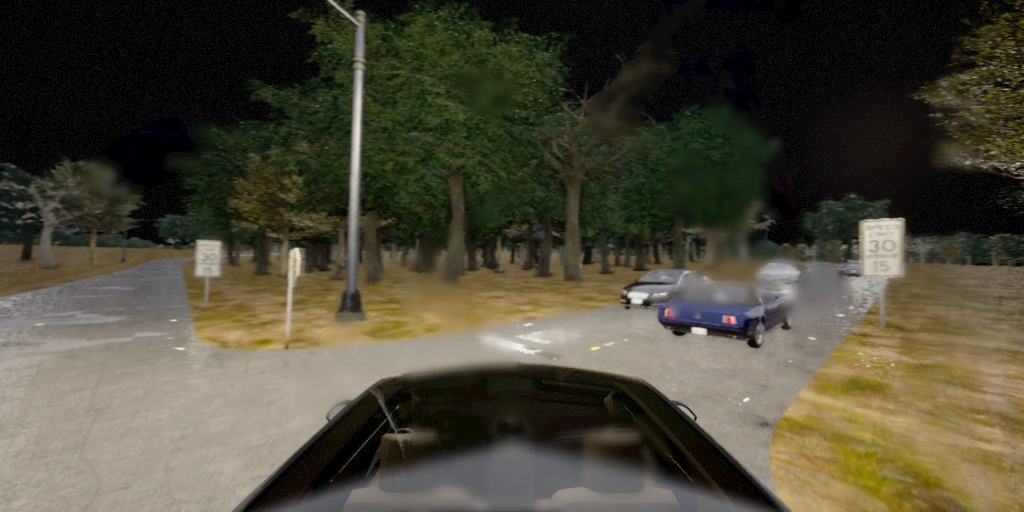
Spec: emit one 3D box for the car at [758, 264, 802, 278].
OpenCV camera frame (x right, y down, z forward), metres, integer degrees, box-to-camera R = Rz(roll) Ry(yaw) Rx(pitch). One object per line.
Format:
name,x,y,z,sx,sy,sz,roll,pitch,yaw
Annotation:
car,18.858,1.271,25.250,4.674,1.442,1.812,0,0,-42

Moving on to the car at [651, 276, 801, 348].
car,5.714,1.342,9.256,4.718,1.301,1.895,0,0,-42

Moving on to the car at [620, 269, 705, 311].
car,6.019,1.254,13.698,4.902,1.511,2.128,0,0,-42

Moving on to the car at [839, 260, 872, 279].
car,30.356,1.258,31.718,4.181,1.385,1.994,0,0,-44
